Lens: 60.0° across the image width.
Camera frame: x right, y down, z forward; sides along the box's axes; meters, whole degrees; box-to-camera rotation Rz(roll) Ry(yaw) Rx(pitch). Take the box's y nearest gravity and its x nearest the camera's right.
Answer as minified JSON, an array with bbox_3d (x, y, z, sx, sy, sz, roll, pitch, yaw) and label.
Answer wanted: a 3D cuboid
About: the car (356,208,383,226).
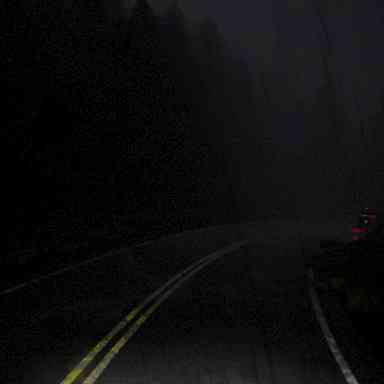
[{"bbox_3d":[14.424,2.006,25.115,4.902,1.511,2.128,3,3,-35],"label":"car"}]
